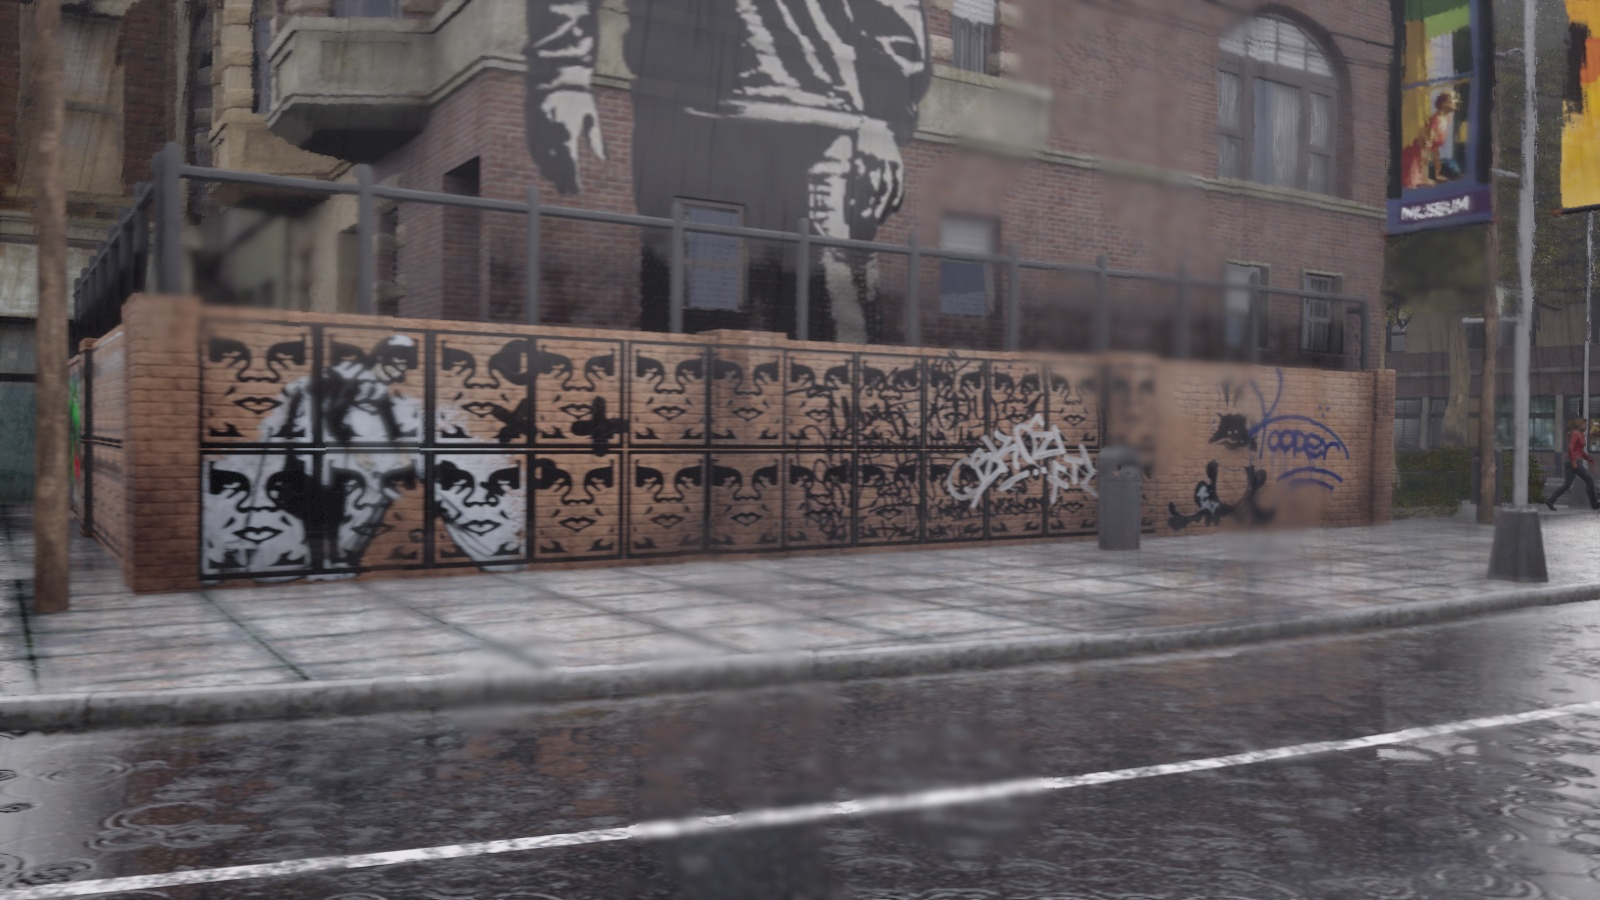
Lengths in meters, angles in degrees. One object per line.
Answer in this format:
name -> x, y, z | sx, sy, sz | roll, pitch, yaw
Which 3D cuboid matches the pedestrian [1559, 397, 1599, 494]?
pedestrian -> 14.948, -0.081, 24.104 | 0.636, 1.846, 0.331 | 0, 1, 30
